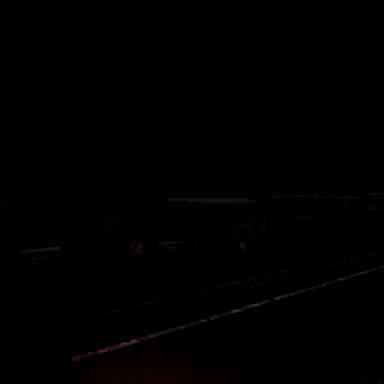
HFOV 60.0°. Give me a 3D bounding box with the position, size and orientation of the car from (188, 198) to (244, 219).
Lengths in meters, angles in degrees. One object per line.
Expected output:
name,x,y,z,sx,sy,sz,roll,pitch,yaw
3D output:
car,1.892,1.304,27.919,2.163,1.488,4.792,-1,0,-36

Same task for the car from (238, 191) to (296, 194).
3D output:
car,6.404,0.963,31.176,2.435,2.045,5.566,-1,0,-36

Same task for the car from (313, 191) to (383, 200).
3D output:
car,9.618,1.016,17.435,2.435,2.045,5.566,-1,0,-36

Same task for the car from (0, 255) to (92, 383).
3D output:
car,-3.057,1.500,1.371,5.008,1.535,1.882,-1,0,-36

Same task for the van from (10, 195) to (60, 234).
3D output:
van,-9.493,1.205,19.890,1.878,1.987,4.442,-1,0,-36

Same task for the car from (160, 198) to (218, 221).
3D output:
car,-0.380,1.306,26.308,2.097,1.535,5.008,-1,0,-36

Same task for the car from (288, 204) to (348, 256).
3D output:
car,2.820,1.363,12.490,2.231,1.521,4.892,-1,0,-36

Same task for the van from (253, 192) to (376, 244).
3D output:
van,5.019,1.104,14.226,1.878,1.987,4.442,-1,0,-36

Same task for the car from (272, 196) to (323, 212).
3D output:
car,10.809,1.202,34.386,2.002,1.452,4.674,-1,0,-36

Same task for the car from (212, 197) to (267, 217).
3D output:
car,4.117,1.273,29.595,2.163,1.488,4.792,-1,0,-36

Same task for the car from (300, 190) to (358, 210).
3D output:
car,15.338,0.865,37.622,2.435,2.045,5.566,-1,0,-36

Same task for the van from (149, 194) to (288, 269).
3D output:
van,0.607,1.167,10.759,1.878,1.987,4.442,-1,0,-36

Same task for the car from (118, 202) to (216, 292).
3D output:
car,-1.716,1.299,9.189,2.185,1.767,4.553,-1,0,-36

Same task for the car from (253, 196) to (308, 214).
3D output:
car,8.653,1.188,32.826,2.097,1.535,5.008,-1,0,-36

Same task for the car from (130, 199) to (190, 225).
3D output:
car,-2.535,1.334,24.532,1.946,1.575,5.366,-1,0,-36

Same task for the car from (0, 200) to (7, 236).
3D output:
car,-11.662,1.339,18.146,2.185,1.767,4.553,-1,0,-36

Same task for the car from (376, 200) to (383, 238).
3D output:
car,7.366,1.299,15.769,2.097,1.535,5.008,-1,0,-36

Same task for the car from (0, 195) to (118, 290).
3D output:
car,-4.025,1.208,7.601,2.435,2.045,5.566,-1,0,-36
